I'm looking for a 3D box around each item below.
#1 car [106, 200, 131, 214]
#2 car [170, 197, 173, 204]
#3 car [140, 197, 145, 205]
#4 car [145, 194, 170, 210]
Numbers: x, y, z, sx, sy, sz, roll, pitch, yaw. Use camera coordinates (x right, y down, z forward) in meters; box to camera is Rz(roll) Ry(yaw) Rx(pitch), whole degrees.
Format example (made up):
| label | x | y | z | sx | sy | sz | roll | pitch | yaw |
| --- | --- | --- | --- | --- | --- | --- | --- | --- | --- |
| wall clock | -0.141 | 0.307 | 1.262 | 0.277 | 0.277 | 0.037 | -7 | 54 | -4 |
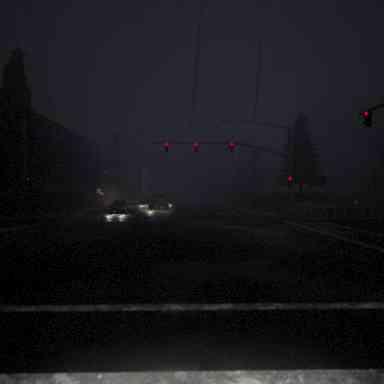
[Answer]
| label | x | y | z | sx | sy | sz | roll | pitch | yaw |
| --- | --- | --- | --- | --- | --- | --- | --- | --- | --- |
| car | -7.695 | 1.569 | 35.385 | 2.033 | 1.411 | 5.357 | 0 | 0 | -1 |
| car | -4.617 | 1.527 | 61.499 | 1.812 | 1.442 | 4.674 | 0 | 0 | 0 |
| car | -8.022 | 1.603 | 58.818 | 1.895 | 1.301 | 4.718 | 0 | 0 | -1 |
| car | -4.398 | 1.222 | 43.483 | 2.150 | 2.045 | 5.566 | 0 | 0 | -1 |
